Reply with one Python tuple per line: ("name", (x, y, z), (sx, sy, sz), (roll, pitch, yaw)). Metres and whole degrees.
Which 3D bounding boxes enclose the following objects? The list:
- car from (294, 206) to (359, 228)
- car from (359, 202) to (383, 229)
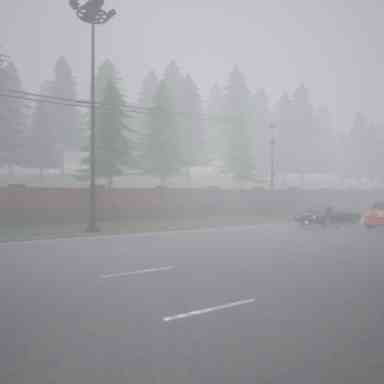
("car", (9.019, 1.587, 21.922), (4.718, 1.301, 1.895), (0, 0, -32))
("car", (12.469, 1.345, 19.945), (4.553, 1.767, 2.097), (0, 0, -32))
